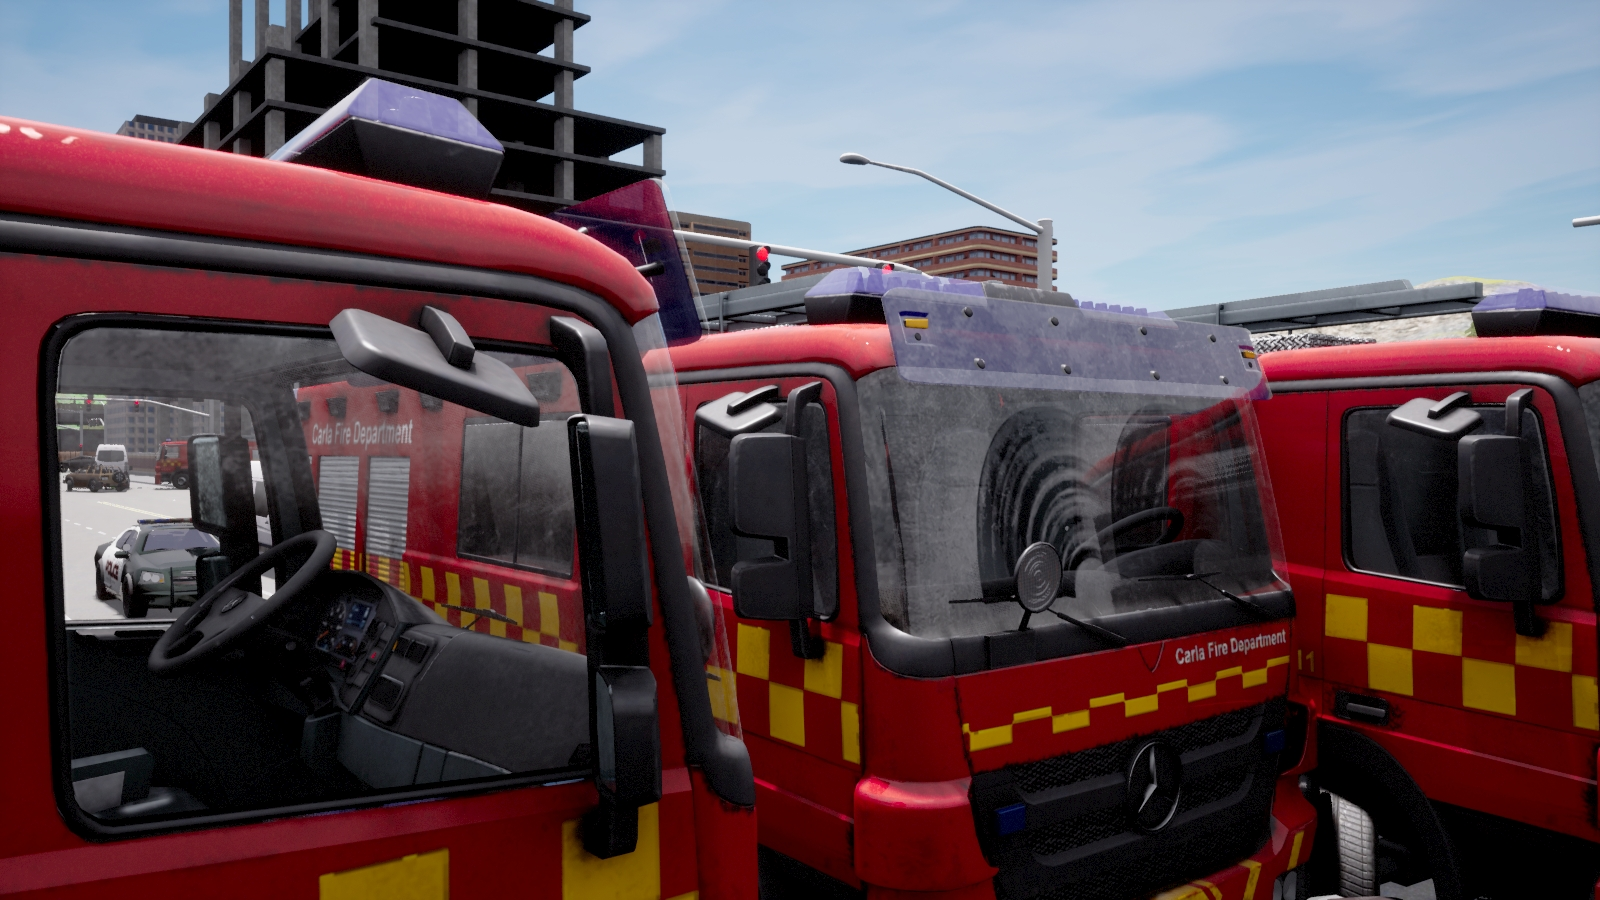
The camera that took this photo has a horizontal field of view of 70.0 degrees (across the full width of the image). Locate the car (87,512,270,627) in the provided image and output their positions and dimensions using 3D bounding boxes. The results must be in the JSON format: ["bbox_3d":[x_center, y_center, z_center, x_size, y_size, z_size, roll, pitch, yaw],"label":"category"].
[{"bbox_3d":[-11.386,2.037,20.746,2.038,1.542,4.974,0,0,-39],"label":"car"}]

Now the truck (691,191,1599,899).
[{"bbox_3d":[2.348,0.890,8.605,2.891,3.827,8.468,0,0,-31],"label":"truck"}]

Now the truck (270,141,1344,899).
[{"bbox_3d":[-1.099,0.890,8.003,2.891,3.827,8.468,0,0,-38],"label":"truck"}]

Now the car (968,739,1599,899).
[{"bbox_3d":[2.437,2.065,3.109,1.970,1.475,3.806,0,0,-30],"label":"car"}]
